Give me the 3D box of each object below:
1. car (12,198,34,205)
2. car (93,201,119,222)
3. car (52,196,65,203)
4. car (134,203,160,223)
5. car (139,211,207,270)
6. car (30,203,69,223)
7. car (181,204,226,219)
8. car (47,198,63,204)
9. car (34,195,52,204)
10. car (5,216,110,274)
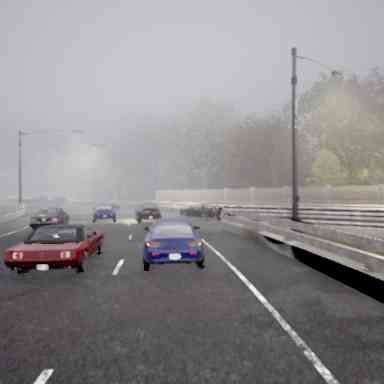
[{"bbox_3d":[-37.693,2.043,74.236,5.008,1.535,1.882,-1,-1,44],"label":"car"},{"bbox_3d":[-7.605,1.771,28.891,1.812,1.442,4.674,0,0,-16],"label":"car"},{"bbox_3d":[-31.834,1.936,78.244,2.150,2.045,5.566,0,-1,-44],"label":"car"},{"bbox_3d":[-3.789,1.728,28.182,1.837,1.490,4.892,0,0,-14],"label":"car"},{"bbox_3d":[-0.684,1.612,11.344,1.812,1.442,4.674,0,0,-5],"label":"car"},{"bbox_3d":[-9.529,1.755,22.565,2.033,1.411,5.357,0,0,-13],"label":"car"},{"bbox_3d":[0.921,1.800,30.827,1.895,1.301,4.718,0,-1,-39],"label":"car"},{"bbox_3d":[-32.719,2.101,79.161,4.674,1.442,1.812,-1,-1,44],"label":"car"},{"bbox_3d":[-35.229,1.796,76.721,5.566,2.045,2.150,-1,-1,44],"label":"car"},{"bbox_3d":[-4.125,1.700,10.921,1.895,1.301,4.718,0,0,-6],"label":"car"}]
